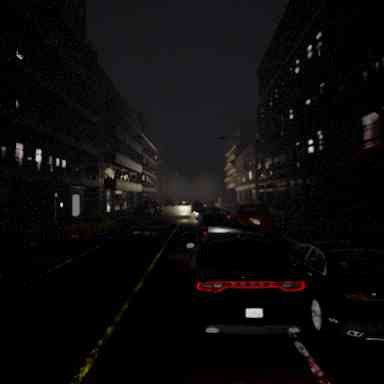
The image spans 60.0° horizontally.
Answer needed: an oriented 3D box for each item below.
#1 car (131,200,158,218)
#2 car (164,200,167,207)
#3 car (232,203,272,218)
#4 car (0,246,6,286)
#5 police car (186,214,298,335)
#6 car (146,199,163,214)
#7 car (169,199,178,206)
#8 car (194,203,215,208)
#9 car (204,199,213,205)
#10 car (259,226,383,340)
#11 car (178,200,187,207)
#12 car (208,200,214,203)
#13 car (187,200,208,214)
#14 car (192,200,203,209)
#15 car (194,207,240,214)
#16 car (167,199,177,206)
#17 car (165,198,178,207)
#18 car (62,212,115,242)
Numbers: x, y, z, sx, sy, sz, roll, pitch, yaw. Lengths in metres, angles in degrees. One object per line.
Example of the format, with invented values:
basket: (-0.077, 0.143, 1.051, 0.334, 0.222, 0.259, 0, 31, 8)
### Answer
car: (-5.109, 1.887, 34.900, 1.967, 1.590, 4.097, 0, -1, 1)
car: (-4.930, 2.161, 46.169, 1.802, 1.307, 4.206, 0, -1, 1)
car: (3.003, 1.517, 17.859, 2.192, 1.841, 5.009, 0, -1, 1)
car: (-5.556, 1.678, 6.721, 1.947, 1.339, 4.313, 0, -1, 1)
police car: (0.896, 1.510, 7.221, 1.930, 1.638, 5.238, 0, -1, 1)
car: (-5.020, 1.828, 40.537, 2.192, 1.841, 5.009, 0, -1, 1)
car: (-4.393, 2.518, 79.981, 1.887, 1.381, 4.507, 0, -1, 1)
car: (1.294, 1.751, 23.108, 1.882, 1.535, 5.008, 0, -1, 1)
car: (3.986, 2.473, 79.845, 1.887, 1.381, 4.507, 0, -1, 1)
car: (2.824, 1.618, 6.585, 2.008, 1.369, 4.403, 0, -1, 1)
car: (-1.845, 2.404, 71.091, 2.033, 1.411, 5.357, 0, -1, 1)
car: (3.809, 2.325, 68.744, 1.752, 1.417, 4.829, 0, -1, 1)
car: (0.726, 2.066, 43.521, 2.033, 1.411, 5.357, 0, -1, 1)
car: (0.942, 2.210, 57.663, 1.812, 1.442, 4.674, 0, -1, 1)
car: (1.133, 1.728, 17.105, 1.812, 1.442, 4.674, 0, -1, 1)
car: (-4.483, 2.348, 74.346, 1.967, 1.590, 4.097, 0, -1, 1)
car: (-4.572, 2.158, 68.713, 2.192, 1.841, 5.009, 0, -1, 1)
car: (-5.380, 1.770, 17.822, 1.752, 1.417, 4.829, 0, -1, 1)
